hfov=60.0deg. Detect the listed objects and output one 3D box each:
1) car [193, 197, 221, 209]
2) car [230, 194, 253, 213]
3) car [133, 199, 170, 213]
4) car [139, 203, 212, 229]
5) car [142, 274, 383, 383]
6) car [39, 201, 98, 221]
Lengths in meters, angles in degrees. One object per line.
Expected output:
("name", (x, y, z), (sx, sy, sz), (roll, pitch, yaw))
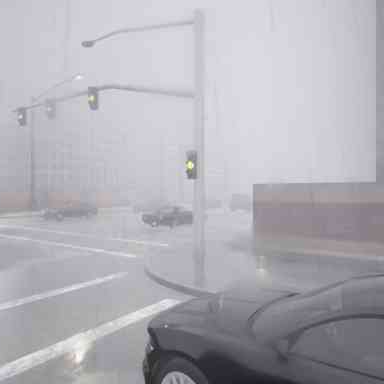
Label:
("car", (2.025, 1.477, 44.009), (1.882, 1.535, 5.008), (0, 0, 36))
("car", (6.330, 1.221, 37.710), (2.150, 2.045, 5.566), (0, 0, 36))
("car", (-4.146, 1.504, 35.555), (1.837, 1.490, 4.892), (0, 0, 36))
("car", (-0.964, 1.600, 21.731), (1.895, 1.301, 4.718), (0, 0, 36))
("car", (1.759, 1.478, 2.751), (5.008, 1.535, 1.882), (0, 0, 37))
("car", (-10.075, 1.491, 27.417), (2.128, 1.511, 4.902), (0, 0, 34))
